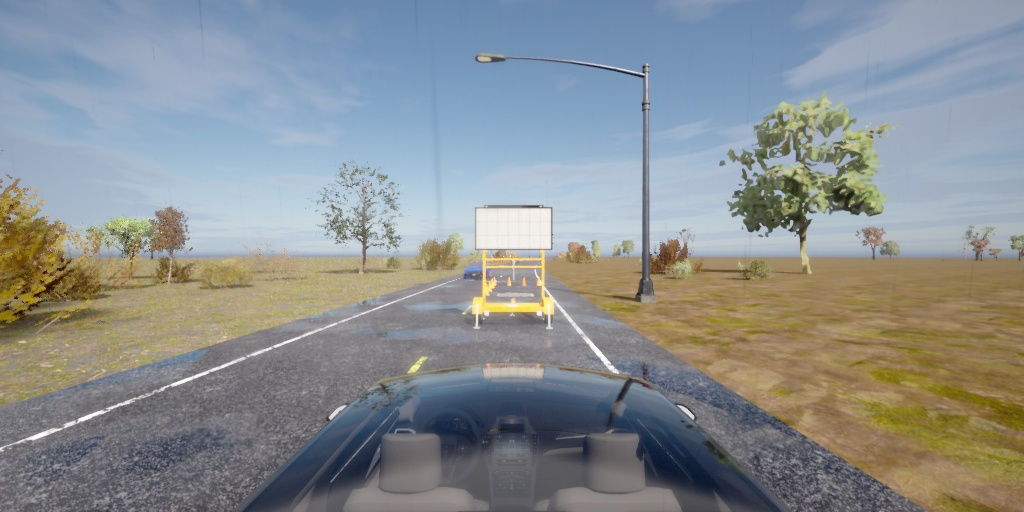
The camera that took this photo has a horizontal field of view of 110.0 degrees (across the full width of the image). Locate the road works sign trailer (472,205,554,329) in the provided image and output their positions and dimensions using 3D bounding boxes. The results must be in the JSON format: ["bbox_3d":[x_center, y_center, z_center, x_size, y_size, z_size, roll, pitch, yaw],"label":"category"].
[{"bbox_3d":[0.054,0.214,11.252,2.380,3.560,2.880,0,0,1],"label":"road works sign trailer"}]

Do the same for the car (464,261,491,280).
[{"bbox_3d":[-2.918,1.225,30.871,1.882,1.535,5.008,0,0,2],"label":"car"}]
